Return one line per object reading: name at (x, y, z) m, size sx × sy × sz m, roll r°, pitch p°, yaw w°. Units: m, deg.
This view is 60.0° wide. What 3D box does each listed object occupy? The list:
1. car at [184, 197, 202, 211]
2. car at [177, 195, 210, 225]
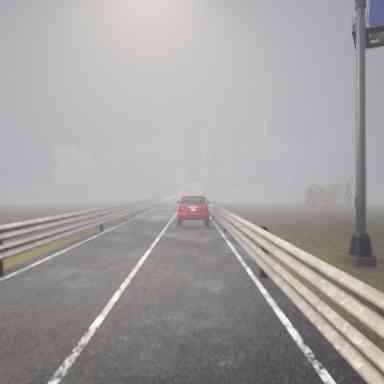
car at (0.086, 1.477, 42.449) m, size 2.128 × 1.511 × 4.902 m, roll 0°, pitch 0°, yaw 0°
car at (0.106, 1.213, 23.899) m, size 2.150 × 2.045 × 5.566 m, roll 0°, pitch 0°, yaw 0°
